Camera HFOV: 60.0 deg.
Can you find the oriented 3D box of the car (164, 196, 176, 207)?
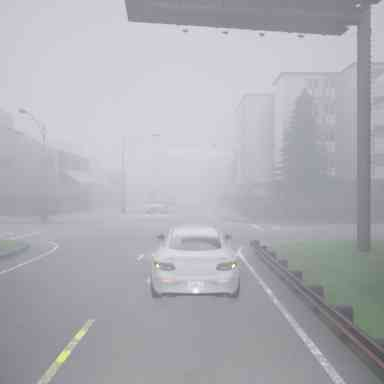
[{"bbox_3d":[-3.672,1.340,51.416,2.097,1.767,4.553,0,0,0],"label":"car"}]

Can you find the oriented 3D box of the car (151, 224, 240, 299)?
[{"bbox_3d":[0.068,1.524,8.320,1.812,1.442,4.674,0,0,0],"label":"car"}]

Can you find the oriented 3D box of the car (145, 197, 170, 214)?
[{"bbox_3d":[-3.680,1.518,34.936,1.812,1.442,4.674,0,0,1],"label":"car"}]
